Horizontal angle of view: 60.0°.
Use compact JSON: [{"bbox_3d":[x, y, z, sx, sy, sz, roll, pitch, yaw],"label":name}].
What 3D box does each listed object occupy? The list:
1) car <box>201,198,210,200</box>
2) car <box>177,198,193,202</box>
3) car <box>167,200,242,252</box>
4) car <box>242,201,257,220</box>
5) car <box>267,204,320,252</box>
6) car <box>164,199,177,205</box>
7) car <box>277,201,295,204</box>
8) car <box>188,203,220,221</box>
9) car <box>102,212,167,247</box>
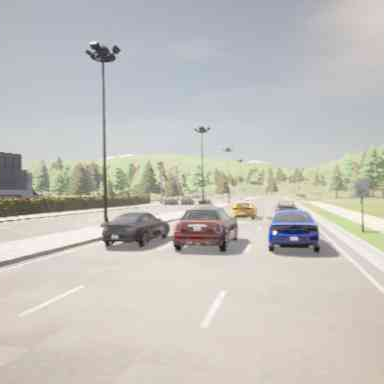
[{"bbox_3d":[2.544,1.952,66.930,1.895,1.301,4.718,-1,0,14],"label":"car"},{"bbox_3d":[-0.899,1.984,67.601,1.994,1.385,4.181,-1,0,15],"label":"car"},{"bbox_3d":[0.747,1.424,14.622,2.097,1.767,4.553,-1,-1,15],"label":"car"},{"bbox_3d":[4.690,1.567,29.504,1.882,1.535,5.008,-1,0,15],"label":"car"},{"bbox_3d":[4.235,1.484,14.105,1.882,1.535,5.008,-1,0,15],"label":"car"},{"bbox_3d":[-4.284,2.052,68.487,1.994,1.385,4.181,-1,0,15],"label":"car"},{"bbox_3d":[8.025,1.514,28.434,2.128,1.511,4.902,-1,0,15],"label":"car"},{"bbox_3d":[1.210,1.758,30.039,1.895,1.301,4.718,-1,0,15],"label":"car"},{"bbox_3d":[-2.552,1.667,15.813,1.812,1.442,4.674,-1,0,15],"label":"car"}]
